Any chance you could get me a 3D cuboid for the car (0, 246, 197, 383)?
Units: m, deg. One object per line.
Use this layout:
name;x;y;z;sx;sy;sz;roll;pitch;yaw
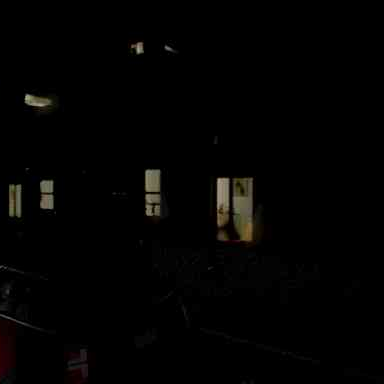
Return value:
car;-2.029;1.444;4.312;4.097;1.590;1.967;0;0;35
